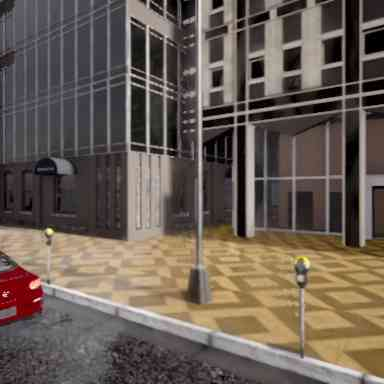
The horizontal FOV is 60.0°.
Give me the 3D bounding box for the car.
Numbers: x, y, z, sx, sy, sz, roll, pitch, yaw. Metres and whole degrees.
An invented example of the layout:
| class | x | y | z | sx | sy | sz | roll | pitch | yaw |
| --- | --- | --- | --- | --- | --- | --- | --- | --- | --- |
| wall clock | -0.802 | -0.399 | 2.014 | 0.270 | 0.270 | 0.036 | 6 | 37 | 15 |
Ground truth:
| class | x | y | z | sx | sy | sz | roll | pitch | yaw |
| --- | --- | --- | --- | --- | --- | --- | --- | --- | --- |
| car | -4.321 | 1.580 | 5.966 | 4.206 | 1.307 | 1.802 | 0 | 0 | 36 |
